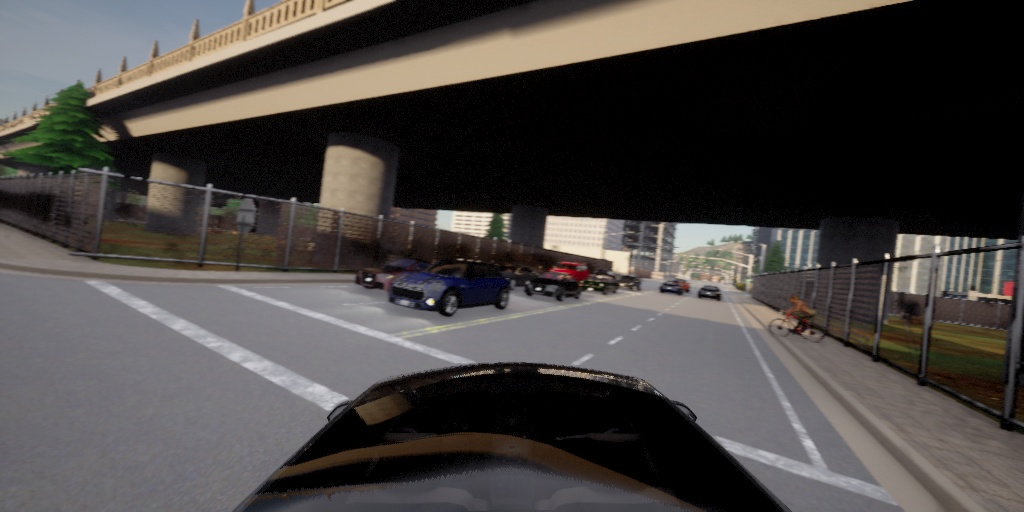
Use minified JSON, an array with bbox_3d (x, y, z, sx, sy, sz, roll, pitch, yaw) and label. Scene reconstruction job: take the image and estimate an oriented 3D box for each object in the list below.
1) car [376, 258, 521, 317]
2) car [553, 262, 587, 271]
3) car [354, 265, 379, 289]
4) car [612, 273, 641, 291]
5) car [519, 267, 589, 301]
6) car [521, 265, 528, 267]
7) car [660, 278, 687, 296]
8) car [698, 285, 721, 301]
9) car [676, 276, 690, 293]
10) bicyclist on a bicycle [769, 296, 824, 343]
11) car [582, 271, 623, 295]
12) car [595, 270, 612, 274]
[{"bbox_3d":[-1.901,0.877,12.173,2.097,1.767,4.553,7,0,30],"label":"car"},{"bbox_3d":[4.966,1.572,31.228,2.150,2.045,5.566,7,0,30],"label":"car"},{"bbox_3d":[-4.319,0.803,15.008,1.994,1.385,4.181,7,0,30],"label":"car"},{"bbox_3d":[11.757,2.669,36.120,1.837,1.490,4.892,7,0,30],"label":"car"},{"bbox_3d":[2.347,1.600,19.664,1.994,1.385,4.181,7,0,30],"label":"car"},{"bbox_3d":[0.022,1.265,22.608,1.837,1.490,4.892,7,0,30],"label":"car"},{"bbox_3d":[16.924,3.345,37.928,1.994,1.385,4.181,7,0,30],"label":"car"},{"bbox_3d":[20.095,3.722,36.454,1.994,1.385,4.181,7,0,30],"label":"car"},{"bbox_3d":[22.176,3.761,47.181,2.097,1.767,4.553,7,0,30],"label":"car"},{"bbox_3d":[10.627,2.318,13.356,1.656,1.620,0.582,7,0,30],"label":"bicyclist on a bicycle"},{"bbox_3d":[6.711,2.160,27.334,1.895,1.301,4.718,7,0,30],"label":"car"},{"bbox_3d":[10.050,2.314,40.096,2.097,1.767,4.553,7,0,30],"label":"car"}]
